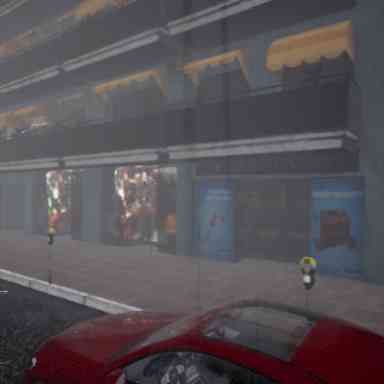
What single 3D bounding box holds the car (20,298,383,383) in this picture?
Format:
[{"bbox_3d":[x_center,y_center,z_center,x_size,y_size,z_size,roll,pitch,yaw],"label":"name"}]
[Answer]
[{"bbox_3d":[0.351,1.577,2.622,4.206,1.307,1.802,0,0,36],"label":"car"}]
